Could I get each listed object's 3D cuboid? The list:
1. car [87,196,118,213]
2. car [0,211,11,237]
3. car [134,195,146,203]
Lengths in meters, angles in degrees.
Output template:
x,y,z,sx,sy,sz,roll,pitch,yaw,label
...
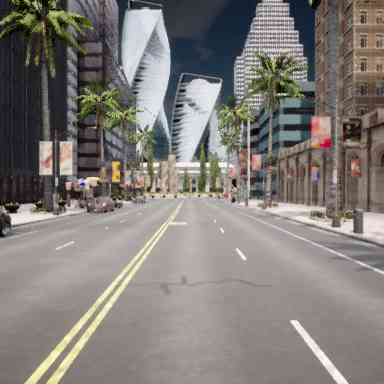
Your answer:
x,y,z,sx,sy,sz,roll,pitch,yaw,label
-10.119,1.335,37.085,2.185,1.767,4.553,0,0,-1,car
-10.190,1.492,15.153,2.161,1.482,4.786,0,0,-1,car
-10.425,1.464,66.458,2.231,1.521,4.892,0,0,-1,car
